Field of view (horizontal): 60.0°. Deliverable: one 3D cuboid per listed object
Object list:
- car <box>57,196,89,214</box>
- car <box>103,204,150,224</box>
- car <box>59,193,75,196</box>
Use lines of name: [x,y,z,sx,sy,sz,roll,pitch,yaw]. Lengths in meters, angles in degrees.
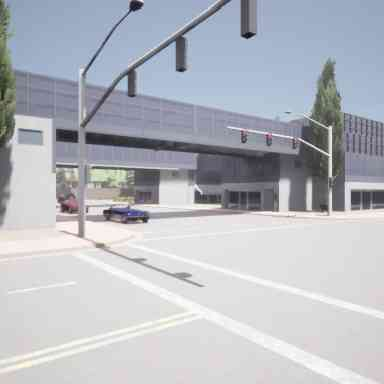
car: [-12.504,1.478,35.335,1.882,1.535,5.008,0,0,-36]
car: [-4.993,1.601,25.019,1.895,1.301,4.718,0,0,-36]
car: [-23.774,1.221,63.014,2.150,2.045,5.566,0,0,-36]
